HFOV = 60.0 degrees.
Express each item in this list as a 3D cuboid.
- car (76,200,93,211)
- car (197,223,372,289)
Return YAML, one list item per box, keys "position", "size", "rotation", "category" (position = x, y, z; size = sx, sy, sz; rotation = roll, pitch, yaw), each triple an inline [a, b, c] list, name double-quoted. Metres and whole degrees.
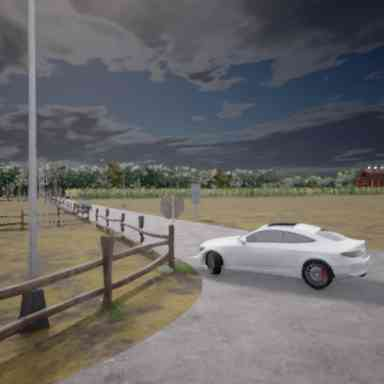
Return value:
- position: [-15.916, 1.945, 48.972]
  size: [2.033, 1.411, 5.357]
  rotation: [-2, 1, -25]
  category: "car"
- position: [2.356, 1.593, 9.273]
  size: [4.674, 1.442, 1.812]
  rotation: [-2, 0, 34]
  category: "car"
